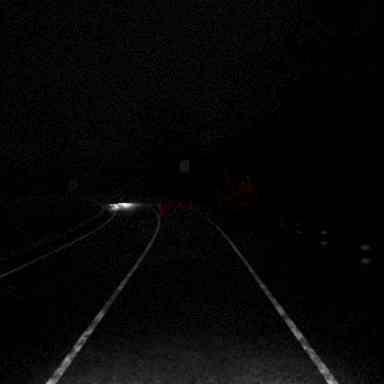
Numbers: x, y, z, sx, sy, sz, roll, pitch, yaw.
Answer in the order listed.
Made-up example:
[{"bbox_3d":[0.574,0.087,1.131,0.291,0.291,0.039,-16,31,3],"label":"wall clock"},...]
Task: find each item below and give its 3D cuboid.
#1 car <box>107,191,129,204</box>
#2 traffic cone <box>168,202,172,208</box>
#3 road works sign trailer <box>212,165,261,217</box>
[{"bbox_3d":[-8.789,0.613,39.423,1.994,1.385,4.181,-3,3,-24],"label":"car"},{"bbox_3d":[-2.050,1.159,31.160,0.340,0.580,0.340,-1,3,-6],"label":"traffic cone"},{"bbox_3d":[2.216,0.069,18.253,2.380,2.880,3.560,-27,11,16],"label":"road works sign trailer"}]
